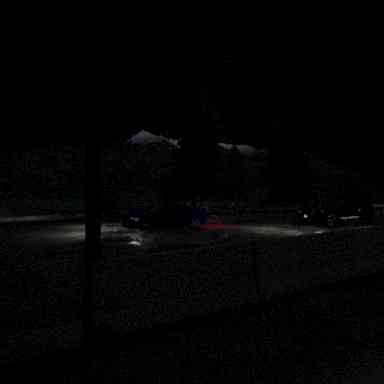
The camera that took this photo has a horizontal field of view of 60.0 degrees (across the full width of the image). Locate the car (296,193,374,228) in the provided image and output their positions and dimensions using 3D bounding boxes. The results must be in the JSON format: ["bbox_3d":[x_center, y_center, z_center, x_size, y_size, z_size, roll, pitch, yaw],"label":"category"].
[{"bbox_3d":[9.420,1.110,21.704,5.566,2.045,2.150,0,0,-28],"label":"car"}]

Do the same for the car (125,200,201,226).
[{"bbox_3d":[-1.975,1.393,23.305,5.008,1.535,1.882,0,0,-31],"label":"car"}]

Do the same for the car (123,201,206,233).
[{"bbox_3d":[-1.554,1.407,19.473,5.008,1.535,1.882,0,0,-31],"label":"car"}]
